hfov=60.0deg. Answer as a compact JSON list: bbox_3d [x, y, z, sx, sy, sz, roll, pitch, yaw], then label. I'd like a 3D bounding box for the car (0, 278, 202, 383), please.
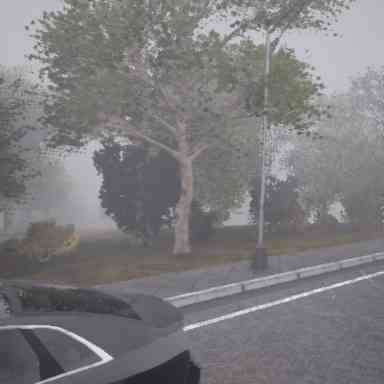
[{"bbox_3d":[-2.201,1.504,2.115,4.892,1.490,1.837,0,0,-35],"label":"car"}]
